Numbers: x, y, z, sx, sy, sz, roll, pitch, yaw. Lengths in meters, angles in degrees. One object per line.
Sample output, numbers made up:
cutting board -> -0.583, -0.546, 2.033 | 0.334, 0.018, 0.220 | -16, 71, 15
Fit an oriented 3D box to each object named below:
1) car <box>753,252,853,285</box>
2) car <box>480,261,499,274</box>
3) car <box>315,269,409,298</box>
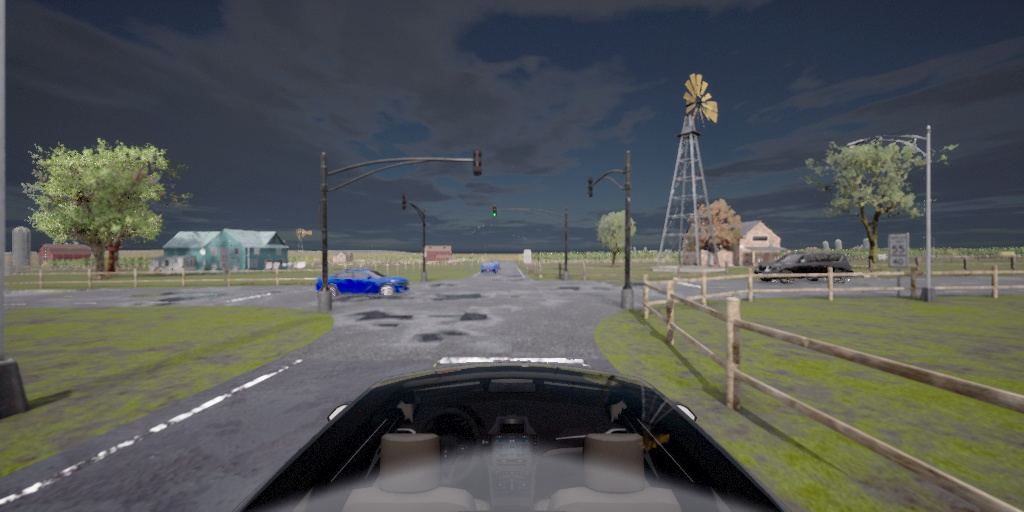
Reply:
car -> 19.344, 0.794, 23.938 | 5.566, 2.045, 2.150 | -1, 1, 0
car -> -2.973, 1.507, 46.125 | 1.882, 1.535, 5.008 | 0, 0, 0
car -> -8.378, 1.478, 20.263 | 5.008, 1.535, 1.882 | -1, 1, 0
